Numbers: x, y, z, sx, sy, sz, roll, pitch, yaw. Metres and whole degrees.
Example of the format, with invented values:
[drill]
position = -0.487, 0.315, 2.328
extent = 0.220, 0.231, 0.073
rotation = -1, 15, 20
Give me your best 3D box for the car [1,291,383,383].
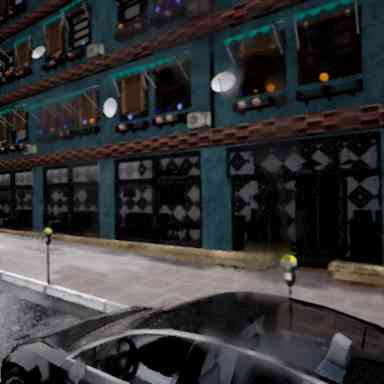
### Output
[car]
position = 0.171, 1.565, 2.769
extent = 4.313, 1.339, 1.947
rotation = 0, -1, 36
